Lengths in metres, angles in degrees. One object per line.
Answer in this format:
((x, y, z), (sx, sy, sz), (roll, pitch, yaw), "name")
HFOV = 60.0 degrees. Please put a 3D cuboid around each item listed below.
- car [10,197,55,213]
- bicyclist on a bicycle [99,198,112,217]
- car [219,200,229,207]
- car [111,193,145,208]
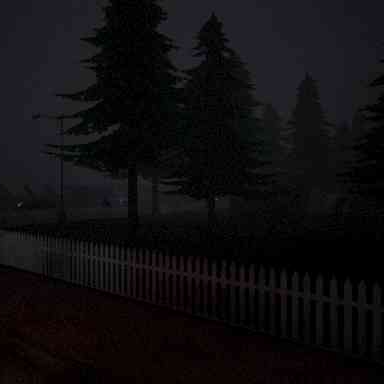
((-18.052, 1.352, 37.661), (2.097, 1.767, 4.553), (0, 0, 34), "car")
((-7.200, 1.302, 27.864), (1.656, 1.620, 0.582), (0, 0, 34), "bicyclist on a bicycle")
((4.278, 1.221, 51.479), (2.150, 2.045, 5.566), (0, 0, 34), "car")
((-9.553, 1.223, 50.137), (2.150, 2.045, 5.566), (0, 0, 34), "car")
